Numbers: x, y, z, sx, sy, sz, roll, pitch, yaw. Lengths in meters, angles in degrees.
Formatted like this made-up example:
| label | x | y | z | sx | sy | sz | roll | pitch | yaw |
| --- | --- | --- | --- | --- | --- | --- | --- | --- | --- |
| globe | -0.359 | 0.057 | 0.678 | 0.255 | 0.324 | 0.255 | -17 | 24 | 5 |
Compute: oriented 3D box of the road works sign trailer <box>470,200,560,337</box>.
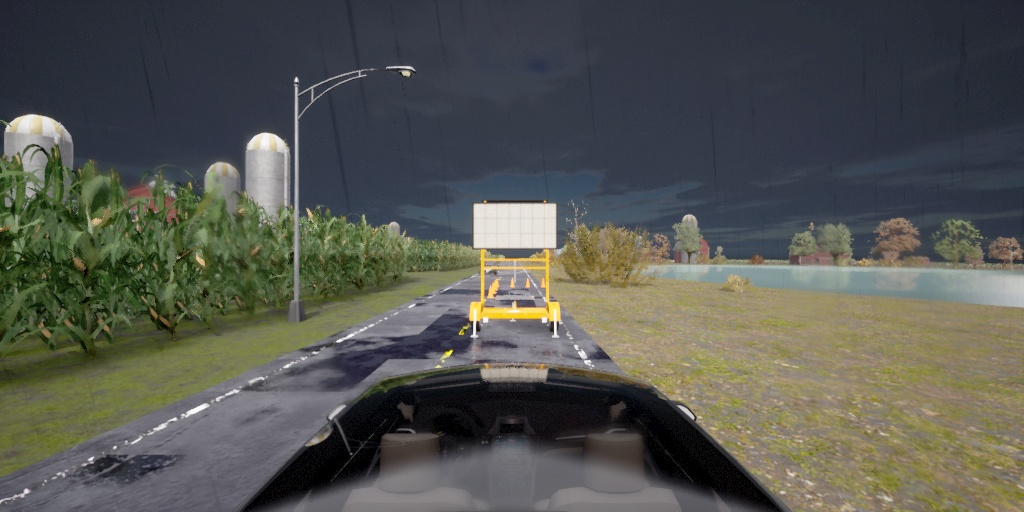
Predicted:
| label | x | y | z | sx | sy | sz | roll | pitch | yaw |
| --- | --- | --- | --- | --- | --- | --- | --- | --- | --- |
| road works sign trailer | 0.084 | 0.217 | 10.232 | 2.380 | 3.560 | 2.880 | 0 | 0 | 1 |

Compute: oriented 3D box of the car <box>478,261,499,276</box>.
| label | x | y | z | sx | sy | sz | roll | pitch | yaw |
| --- | --- | --- | --- | --- | --- | --- | --- | --- | --- |
| car | -2.428 | 1.275 | 37.631 | 2.128 | 1.511 | 4.902 | 0 | 0 | 0 |
